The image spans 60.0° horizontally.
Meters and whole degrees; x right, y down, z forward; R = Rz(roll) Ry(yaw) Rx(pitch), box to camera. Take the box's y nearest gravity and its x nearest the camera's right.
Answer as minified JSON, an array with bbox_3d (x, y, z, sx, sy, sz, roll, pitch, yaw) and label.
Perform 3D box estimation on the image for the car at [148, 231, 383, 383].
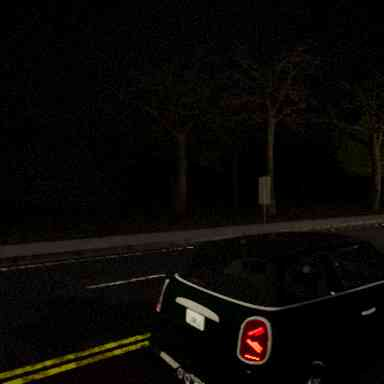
[{"bbox_3d":[1.761,1.348,4.698,4.553,1.767,2.097,0,0,-36],"label":"car"}]
